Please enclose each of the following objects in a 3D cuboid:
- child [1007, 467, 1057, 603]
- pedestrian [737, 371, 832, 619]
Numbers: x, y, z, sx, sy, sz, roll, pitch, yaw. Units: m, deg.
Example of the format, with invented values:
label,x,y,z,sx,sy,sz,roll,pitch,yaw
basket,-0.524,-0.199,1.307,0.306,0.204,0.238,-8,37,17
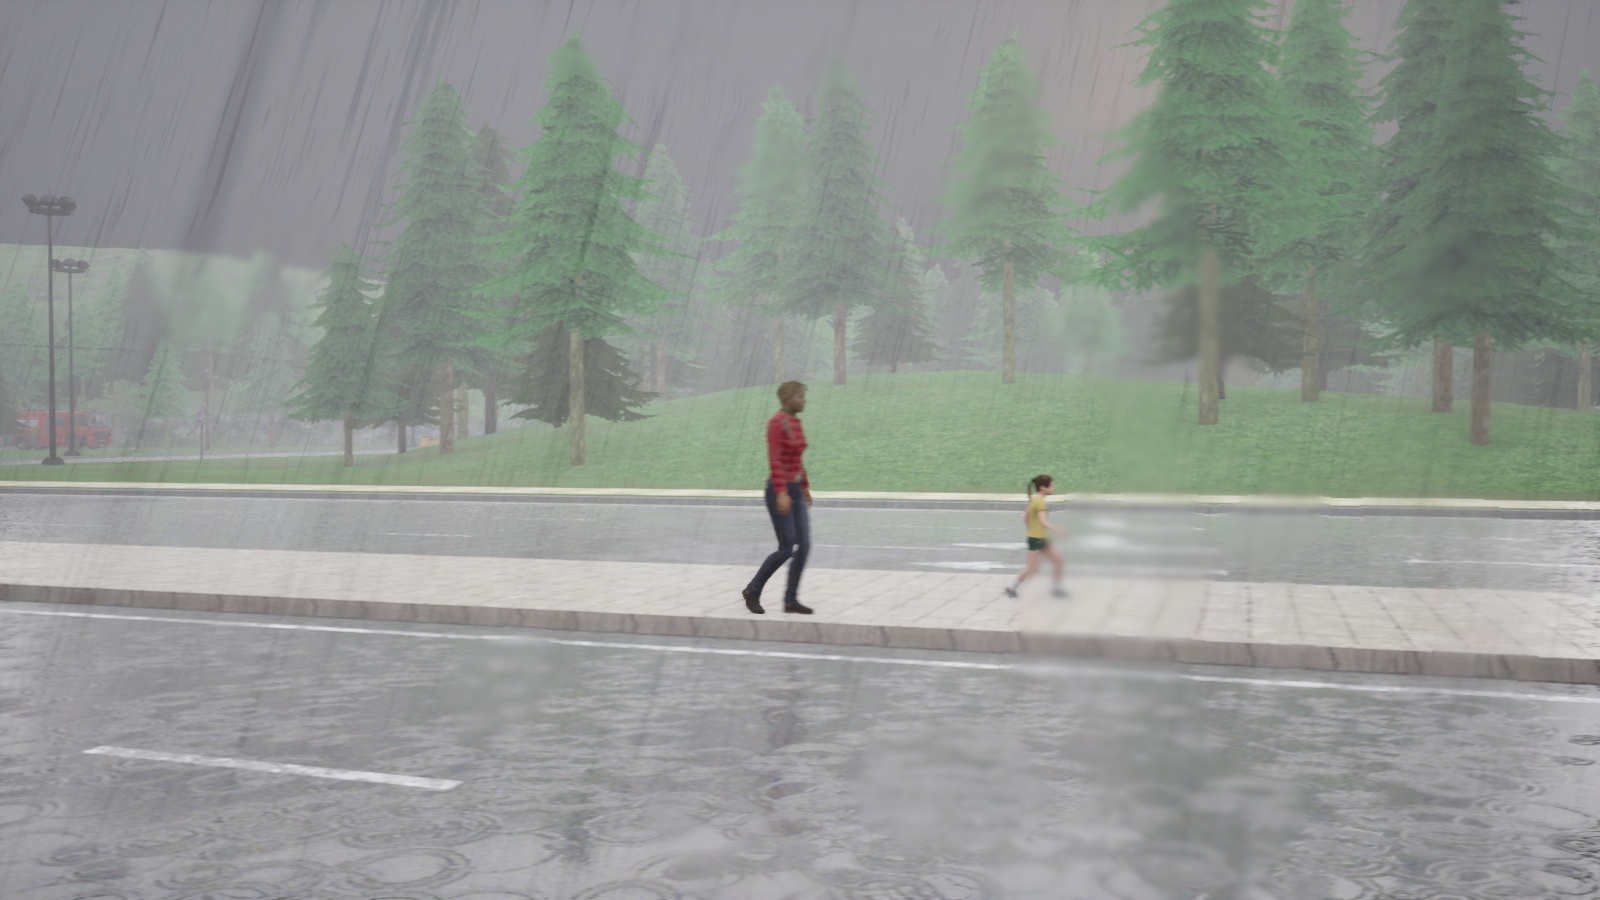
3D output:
label,x,y,z,sx,sy,sz,roll,pitch,yaw
child,1.945,0.703,10.525,0.394,1.110,0.255,0,1,12
pedestrian,-0.120,0.329,9.635,0.636,1.846,0.331,1,1,27
